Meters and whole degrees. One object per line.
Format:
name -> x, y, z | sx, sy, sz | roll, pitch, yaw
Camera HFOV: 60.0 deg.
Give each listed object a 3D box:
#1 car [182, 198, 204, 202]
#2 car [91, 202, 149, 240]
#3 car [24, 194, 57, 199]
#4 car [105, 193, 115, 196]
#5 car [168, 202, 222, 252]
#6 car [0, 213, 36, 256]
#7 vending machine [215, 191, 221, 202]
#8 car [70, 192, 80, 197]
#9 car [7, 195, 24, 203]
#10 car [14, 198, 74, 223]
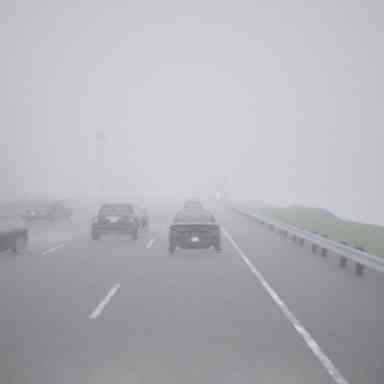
car -> 0.093, 1.290, 31.661 | 2.128, 1.511, 4.902 | 0, 0, 0
car -> -3.404, 1.248, 16.533 | 2.097, 1.767, 4.553 | 0, 0, 0
car -> -21.082, 1.313, 46.548 | 1.895, 1.301, 4.718 | 0, 0, 0
car -> -20.996, 0.911, 85.295 | 1.837, 1.490, 4.892 | 0, 0, 1
car -> 0.097, 1.392, 13.423 | 1.882, 1.535, 5.008 | 0, 0, 0
car -> -6.902, 1.538, 10.125 | 1.895, 1.301, 4.718 | 0, 0, 0
vending machine -> 4.982, 0.789, 63.865 | 1.100, 2.100, 0.880 | 0, 0, 0
car -> -31.438, 0.782, 89.724 | 1.837, 1.490, 4.892 | 0, 0, 1
car -> -28.041, 1.193, 54.057 | 1.812, 1.442, 4.674 | 0, 1, 1
car -> -10.406, 1.397, 24.303 | 2.033, 1.411, 5.357 | 0, 0, 0
